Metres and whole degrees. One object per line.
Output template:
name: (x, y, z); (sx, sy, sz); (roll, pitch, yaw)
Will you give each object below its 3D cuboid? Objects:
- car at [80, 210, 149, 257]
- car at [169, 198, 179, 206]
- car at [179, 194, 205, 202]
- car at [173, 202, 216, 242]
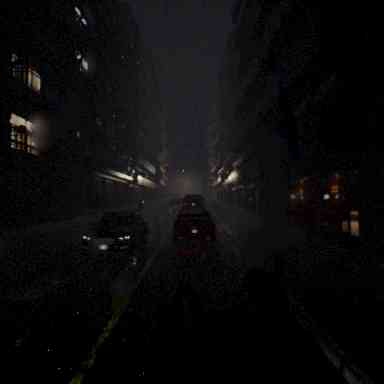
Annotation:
car: (-2.846, 1.504, 13.091); (2.128, 1.511, 4.902); (0, 0, 0)
car: (-2.785, 1.592, 55.713); (1.895, 1.301, 4.718); (0, 0, 1)
car: (0.113, 1.233, 33.172); (2.150, 2.045, 5.566); (0, 0, 0)
car: (0.106, 1.491, 16.406); (1.882, 1.535, 5.008); (0, 0, 0)
